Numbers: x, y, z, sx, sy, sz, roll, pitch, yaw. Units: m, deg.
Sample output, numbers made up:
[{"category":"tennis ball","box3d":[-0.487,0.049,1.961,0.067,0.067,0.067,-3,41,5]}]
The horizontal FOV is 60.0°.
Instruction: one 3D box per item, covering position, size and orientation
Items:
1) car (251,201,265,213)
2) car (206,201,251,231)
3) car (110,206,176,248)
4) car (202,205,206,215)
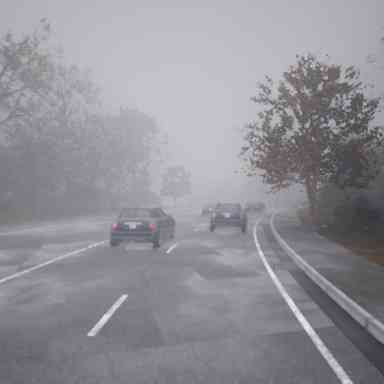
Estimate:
[{"category":"car","box3d":[7.379,1.678,38.742,1.895,1.301,4.718,-1,-1,20]},{"category":"car","box3d":[2.439,1.405,21.161,2.097,1.767,4.553,-1,0,11]},{"category":"car","box3d":[-2.099,1.410,15.416,2.097,1.767,4.553,0,0,7]},{"category":"car","box3d":[2.445,1.693,34.996,1.994,1.385,4.181,-1,0,18]}]
